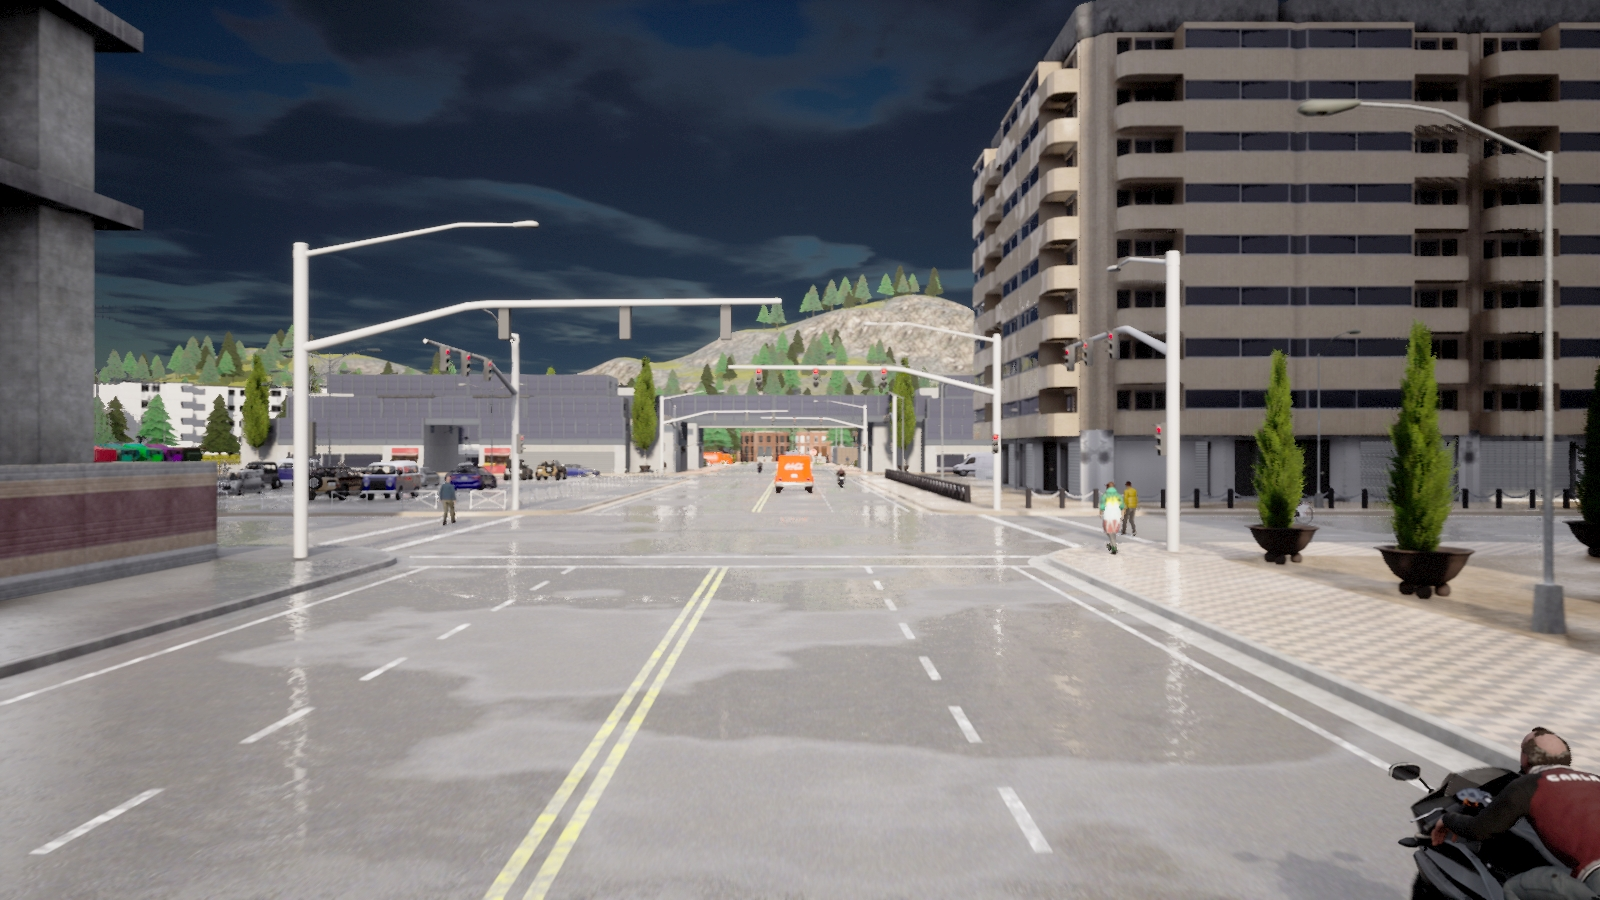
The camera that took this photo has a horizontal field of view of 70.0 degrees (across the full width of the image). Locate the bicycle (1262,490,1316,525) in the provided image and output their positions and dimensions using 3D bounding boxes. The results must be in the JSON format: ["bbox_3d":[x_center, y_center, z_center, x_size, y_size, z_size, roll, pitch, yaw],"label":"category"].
[{"bbox_3d":[17.960,2.105,41.986,1.835,1.271,0.329,0,0,0],"label":"bicycle"}]

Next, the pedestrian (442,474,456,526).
[{"bbox_3d":[-12.692,1.794,41.293,0.375,1.860,0.375,0,0,7],"label":"pedestrian"}]

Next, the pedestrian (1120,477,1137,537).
[{"bbox_3d":[10.352,1.794,36.031,0.375,1.860,0.375,0,0,-11],"label":"pedestrian"}]

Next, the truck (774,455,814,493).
[{"bbox_3d":[-0.387,1.569,76.998,2.627,2.467,5.204,0,0,0],"label":"truck"}]

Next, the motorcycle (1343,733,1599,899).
[{"bbox_3d":[3.465,2.205,5.265,0.867,1.251,2.209,0,0,0],"label":"motorcycle"}]

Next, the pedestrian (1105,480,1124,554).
[{"bbox_3d":[7.942,1.694,28.898,0.375,1.860,0.375,0,0,0],"label":"pedestrian"}]
